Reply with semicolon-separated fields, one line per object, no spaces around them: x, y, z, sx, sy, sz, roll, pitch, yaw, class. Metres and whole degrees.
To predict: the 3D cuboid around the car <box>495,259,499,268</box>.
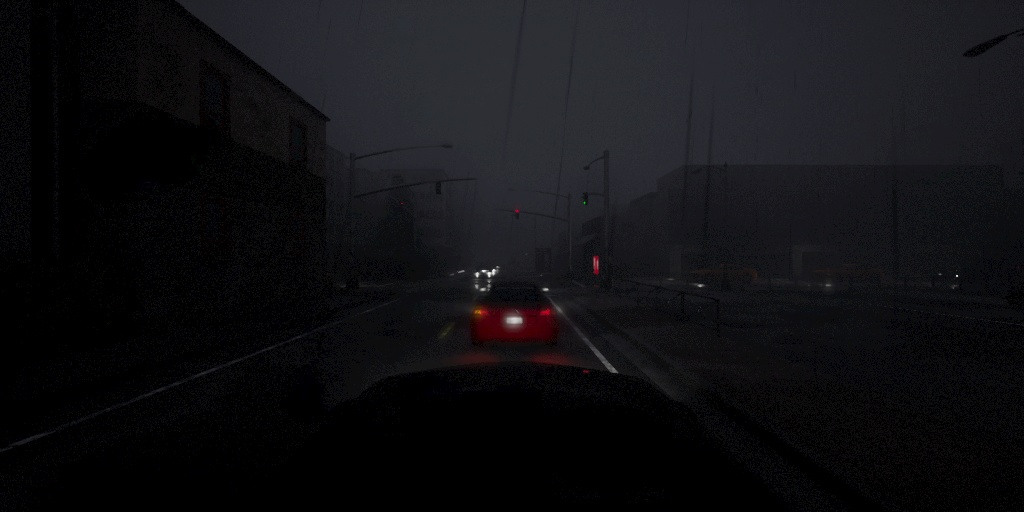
-3.520;1.351;56.377;1.895;1.301;4.718;0;0;0;car

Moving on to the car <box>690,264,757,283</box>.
17.330;1.404;29.529;5.008;1.535;1.882;0;0;0;car

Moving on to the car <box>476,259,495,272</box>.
-3.543;1.276;46.343;1.812;1.442;4.674;0;0;0;car

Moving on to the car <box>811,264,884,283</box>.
27.555;1.404;29.538;5.008;1.535;1.882;0;0;0;car

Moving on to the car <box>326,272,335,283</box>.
-15.443;1.404;25.784;5.008;1.535;1.882;0;0;0;car

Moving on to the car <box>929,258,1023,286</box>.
38.045;1.148;29.531;5.566;2.045;2.150;0;0;0;car

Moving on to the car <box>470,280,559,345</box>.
0.072;1.314;9.472;1.994;1.385;4.181;0;0;0;car
